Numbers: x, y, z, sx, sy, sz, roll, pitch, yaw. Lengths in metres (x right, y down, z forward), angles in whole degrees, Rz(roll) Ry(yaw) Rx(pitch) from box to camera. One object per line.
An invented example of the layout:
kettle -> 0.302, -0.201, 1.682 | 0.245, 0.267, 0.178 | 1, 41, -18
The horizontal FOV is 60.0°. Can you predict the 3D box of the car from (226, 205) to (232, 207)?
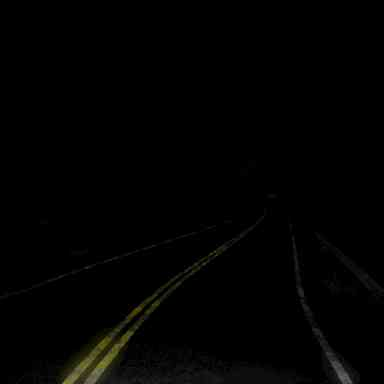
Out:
car -> 7.781, 3.607, 72.069 | 1.994, 1.385, 4.181 | -1, -1, -23
